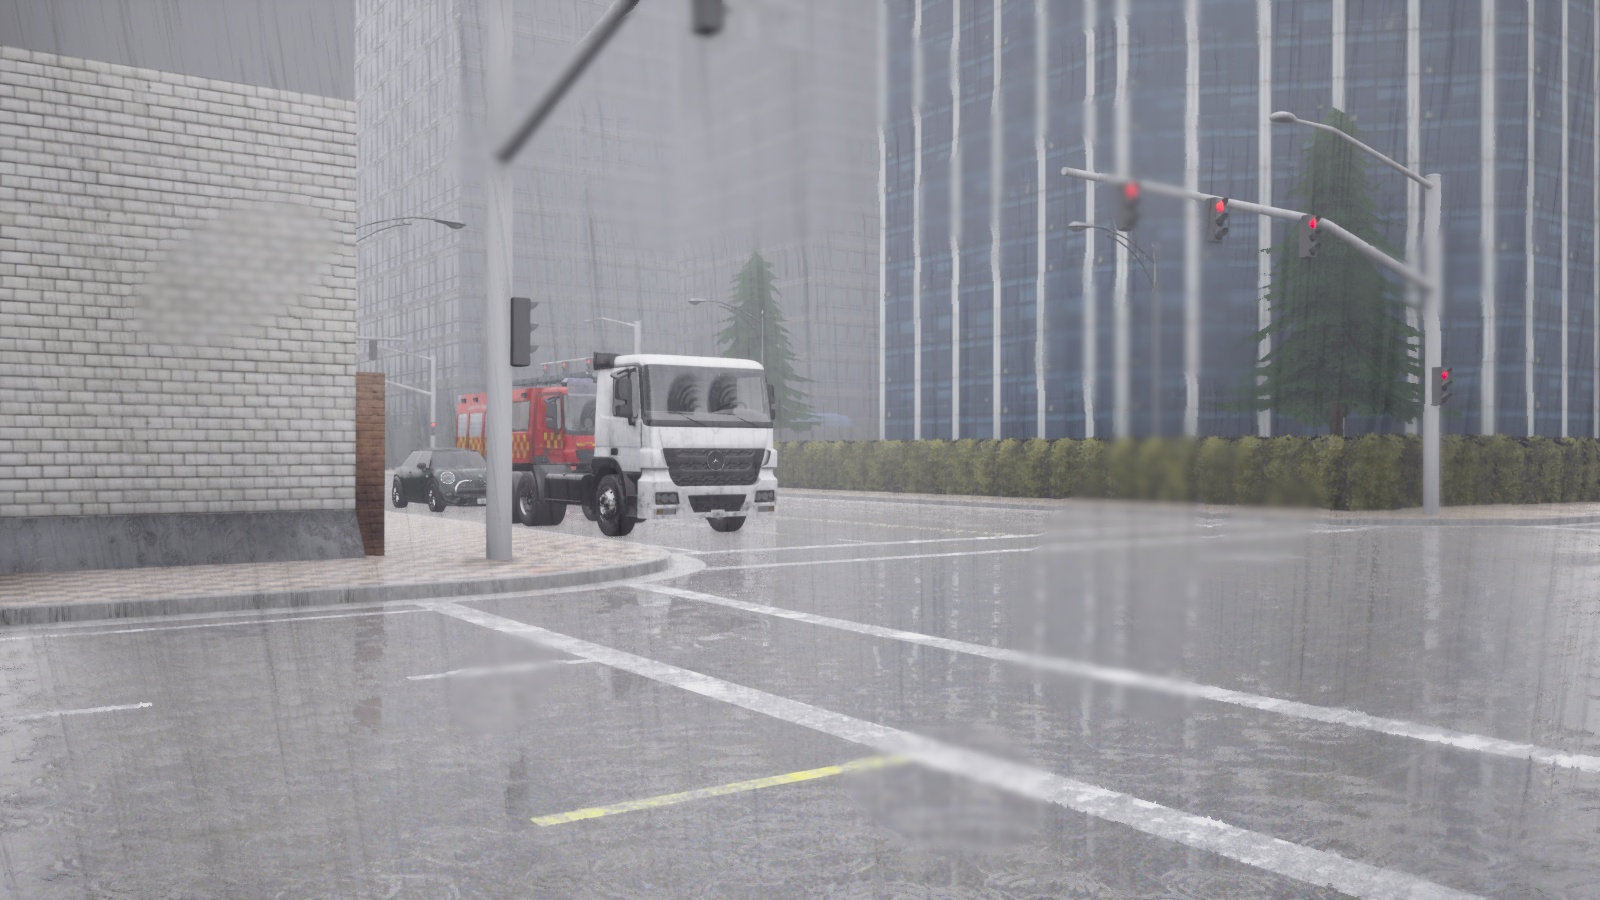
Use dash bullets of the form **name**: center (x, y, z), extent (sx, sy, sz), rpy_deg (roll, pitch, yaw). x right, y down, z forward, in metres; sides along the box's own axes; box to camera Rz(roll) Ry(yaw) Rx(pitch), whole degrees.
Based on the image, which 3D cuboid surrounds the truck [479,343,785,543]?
- **truck**: center (-3.750, -0.110, 25.811), extent (2.891, 3.462, 7.936), rpy_deg (0, 0, -35)

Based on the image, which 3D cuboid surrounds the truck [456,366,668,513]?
- **truck**: center (-7.219, -0.259, 36.874), extent (2.891, 3.827, 8.468), rpy_deg (0, 0, -35)

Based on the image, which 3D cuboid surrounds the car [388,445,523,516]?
- **car**: center (-9.337, 0.761, 33.803), extent (2.097, 1.767, 4.553), rpy_deg (0, 0, -35)
